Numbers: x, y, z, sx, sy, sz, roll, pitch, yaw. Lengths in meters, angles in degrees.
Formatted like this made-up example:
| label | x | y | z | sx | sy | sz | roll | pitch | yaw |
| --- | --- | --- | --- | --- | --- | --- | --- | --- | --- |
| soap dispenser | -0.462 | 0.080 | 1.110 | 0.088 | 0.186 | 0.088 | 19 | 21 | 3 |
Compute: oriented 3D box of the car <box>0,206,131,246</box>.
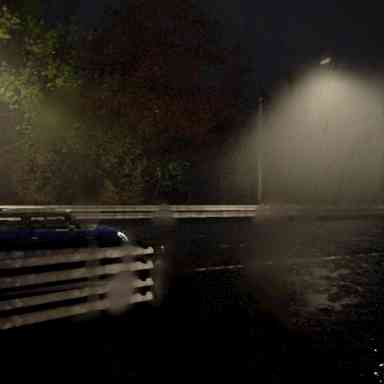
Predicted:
| label | x | y | z | sx | sy | sz | roll | pitch | yaw |
| --- | --- | --- | --- | --- | --- | --- | --- | --- | --- |
| car | -4.084 | 1.305 | 9.889 | 4.553 | 1.767 | 2.097 | 1 | -1 | -23 |
